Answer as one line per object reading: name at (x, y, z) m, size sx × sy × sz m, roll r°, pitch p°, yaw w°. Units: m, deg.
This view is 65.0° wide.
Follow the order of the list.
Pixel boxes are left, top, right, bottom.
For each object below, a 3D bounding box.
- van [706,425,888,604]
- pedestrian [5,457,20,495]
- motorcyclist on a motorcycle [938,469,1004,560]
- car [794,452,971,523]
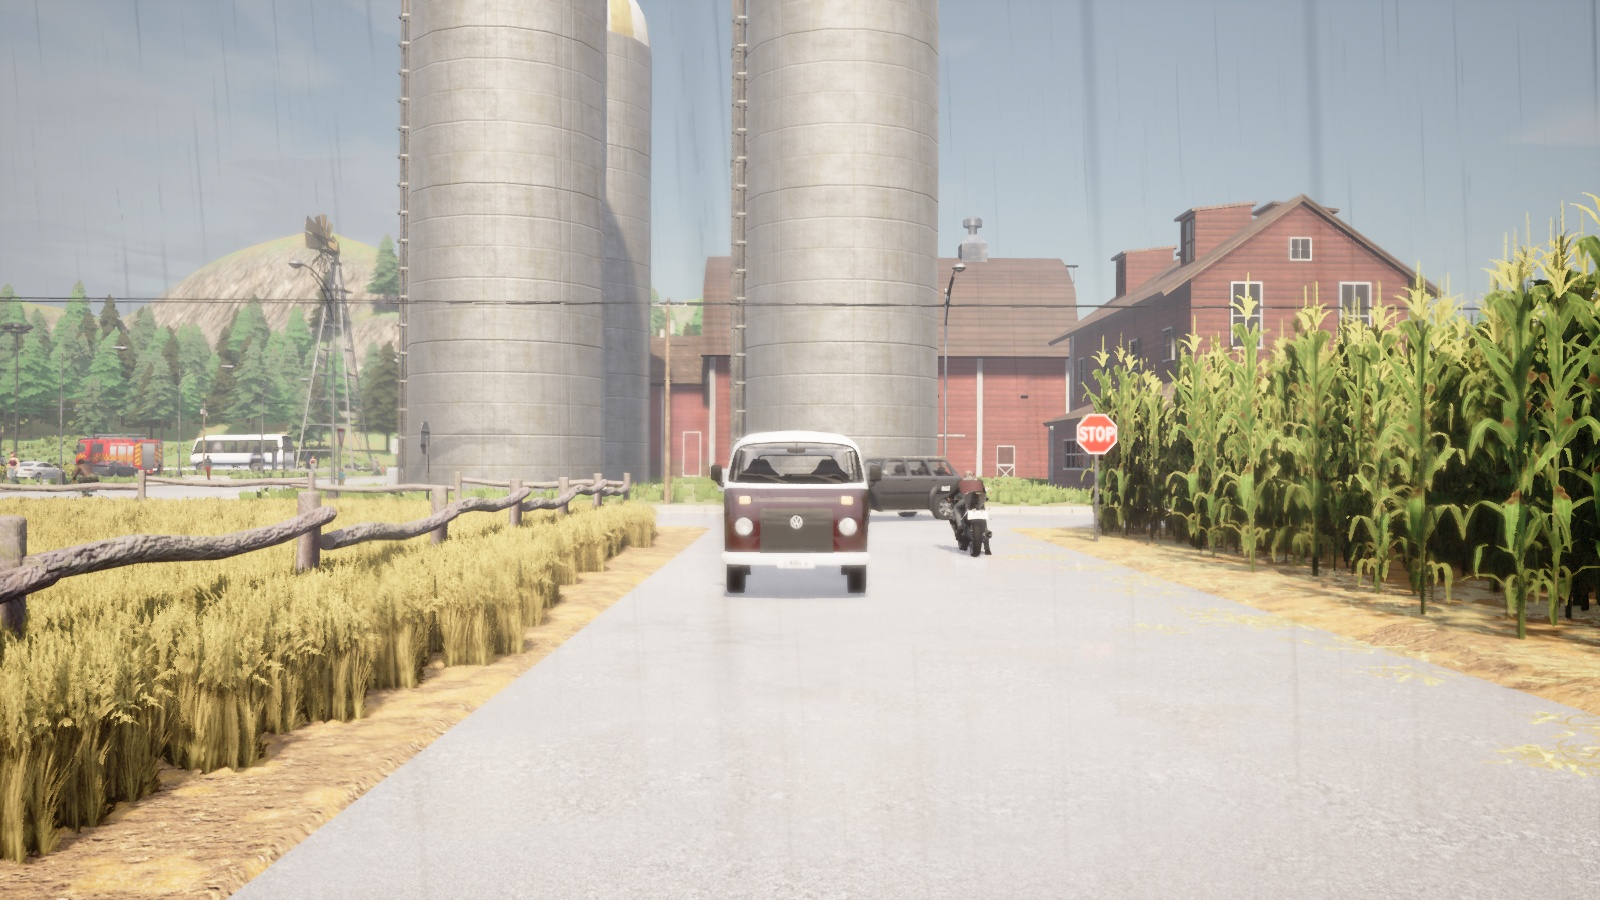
van at (-0.050, 0.757, 16.555) m, size 2.069 × 2.038 × 4.480 m, roll 0°, pitch -1°, yaw 0°
pedestrian at (-37.980, 1.251, 60.583) m, size 0.345 × 1.836 × 0.594 m, roll 0°, pitch -1°, yaw -2°
motorcyclist on a motorcycle at (3.036, 1.112, 22.452) m, size 0.866 × 1.530 × 2.191 m, roll 0°, pitch -1°, yaw 0°
car at (2.316, 1.011, 34.703) m, size 4.605 × 1.855 × 1.932 m, roll 0°, pitch -2°, yaw -33°
